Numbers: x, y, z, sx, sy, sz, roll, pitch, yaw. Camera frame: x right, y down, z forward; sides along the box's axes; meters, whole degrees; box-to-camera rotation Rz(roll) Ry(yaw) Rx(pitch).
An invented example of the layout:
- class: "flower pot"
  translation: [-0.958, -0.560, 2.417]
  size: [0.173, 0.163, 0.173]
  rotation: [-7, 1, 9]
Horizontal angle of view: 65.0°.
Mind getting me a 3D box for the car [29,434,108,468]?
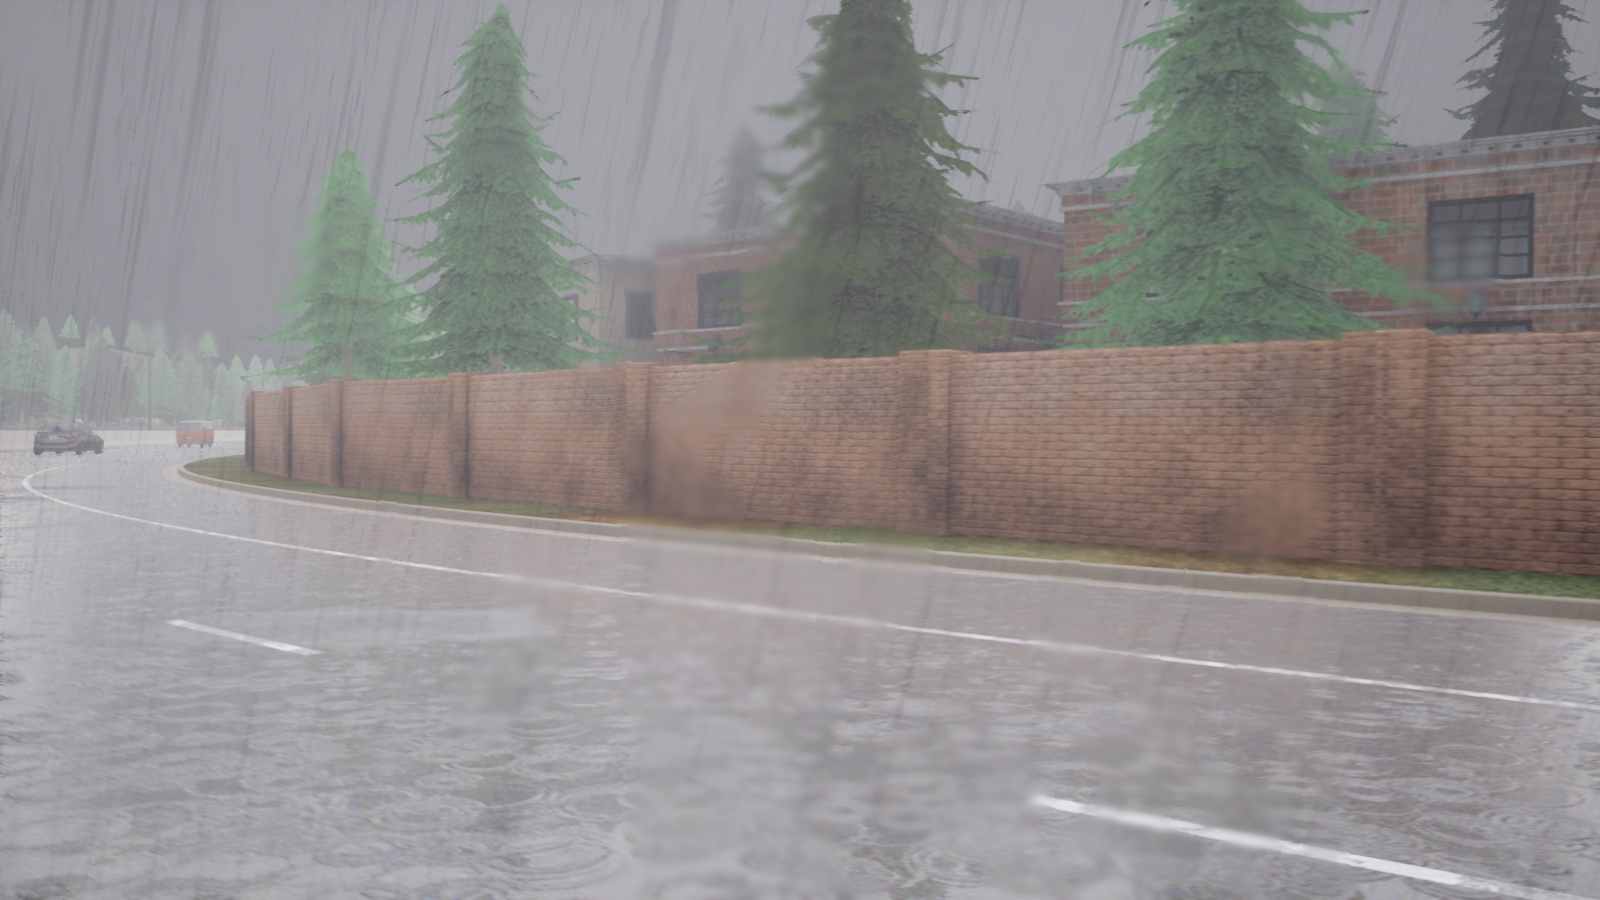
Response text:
- class: "car"
  translation: [-37.837, 0.037, 65.068]
  size: [2.242, 1.667, 4.611]
  rotation: [-1, 1, -13]
